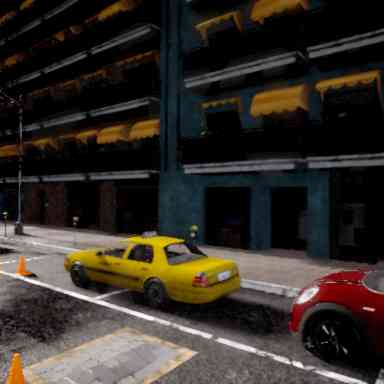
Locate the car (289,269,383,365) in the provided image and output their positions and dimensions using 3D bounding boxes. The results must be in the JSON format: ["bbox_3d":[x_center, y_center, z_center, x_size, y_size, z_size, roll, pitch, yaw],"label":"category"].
[{"bbox_3d":[3.446,1.536,4.473,4.097,1.590,1.967,0,-1,37],"label":"car"}]

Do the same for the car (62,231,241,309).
[{"bbox_3d":[-1.218,1.629,7.976,4.829,1.417,1.752,0,-1,37],"label":"car"}]

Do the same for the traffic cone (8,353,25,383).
[{"bbox_3d":[-1.840,1.992,3.478,0.340,0.580,0.340,0,-1,37],"label":"traffic cone"}]

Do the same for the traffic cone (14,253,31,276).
[{"bbox_3d":[-4.834,2.048,9.480,0.340,0.580,0.340,0,-1,37],"label":"traffic cone"}]
